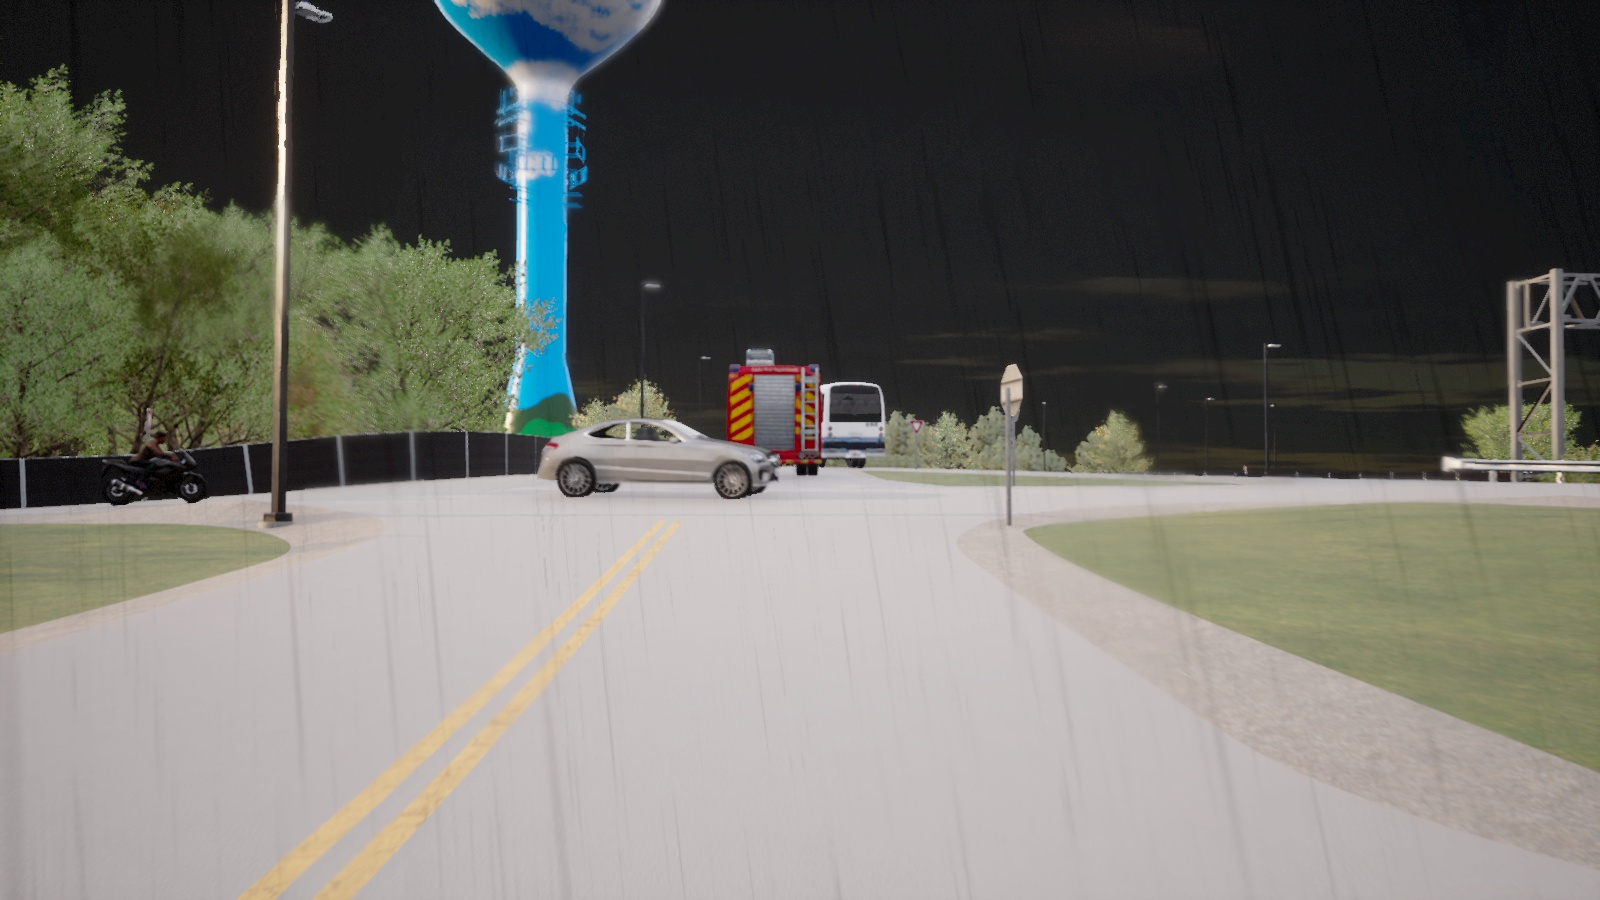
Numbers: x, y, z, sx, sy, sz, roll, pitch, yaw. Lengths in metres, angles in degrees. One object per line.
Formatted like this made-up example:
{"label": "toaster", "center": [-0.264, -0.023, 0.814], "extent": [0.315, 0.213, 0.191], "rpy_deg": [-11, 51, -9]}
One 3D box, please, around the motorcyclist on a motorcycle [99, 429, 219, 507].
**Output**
{"label": "motorcyclist on a motorcycle", "center": [-13.150, 0.363, 25.814], "extent": [2.044, 1.523, 0.797], "rpy_deg": [-2, -1, -13]}

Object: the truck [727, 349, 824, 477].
{"label": "truck", "center": [-0.798, -1.116, 41.828], "extent": [2.891, 3.827, 8.468], "rpy_deg": [0, 0, -1]}

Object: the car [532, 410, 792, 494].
{"label": "car", "center": [-2.836, 0.005, 26.414], "extent": [5.027, 1.651, 2.152], "rpy_deg": [0, 1, 9]}

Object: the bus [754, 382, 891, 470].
{"label": "bus", "center": [0.977, -1.152, 66.414], "extent": [3.944, 4.253, 10.273], "rpy_deg": [0, 0, -19]}
